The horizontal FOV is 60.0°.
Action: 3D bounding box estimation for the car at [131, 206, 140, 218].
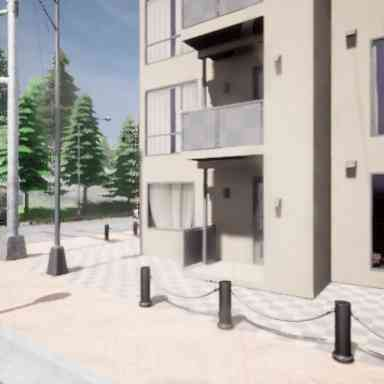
[{"bbox_3d":[-3.233,1.491,29.472,2.128,1.511,4.902,0,0,35],"label":"car"}]
